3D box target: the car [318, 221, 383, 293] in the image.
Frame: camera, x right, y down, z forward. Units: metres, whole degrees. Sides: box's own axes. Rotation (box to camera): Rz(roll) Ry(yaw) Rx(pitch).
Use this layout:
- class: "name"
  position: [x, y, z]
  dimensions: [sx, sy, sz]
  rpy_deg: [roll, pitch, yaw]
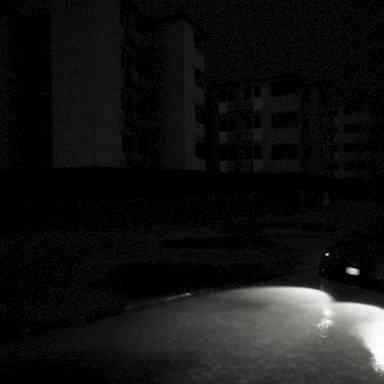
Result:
- class: "car"
  position: [4.917, 1.392, 7.855]
  dimensions: [4.181, 1.385, 1.994]
  rpy_deg: [-1, 1, -34]
